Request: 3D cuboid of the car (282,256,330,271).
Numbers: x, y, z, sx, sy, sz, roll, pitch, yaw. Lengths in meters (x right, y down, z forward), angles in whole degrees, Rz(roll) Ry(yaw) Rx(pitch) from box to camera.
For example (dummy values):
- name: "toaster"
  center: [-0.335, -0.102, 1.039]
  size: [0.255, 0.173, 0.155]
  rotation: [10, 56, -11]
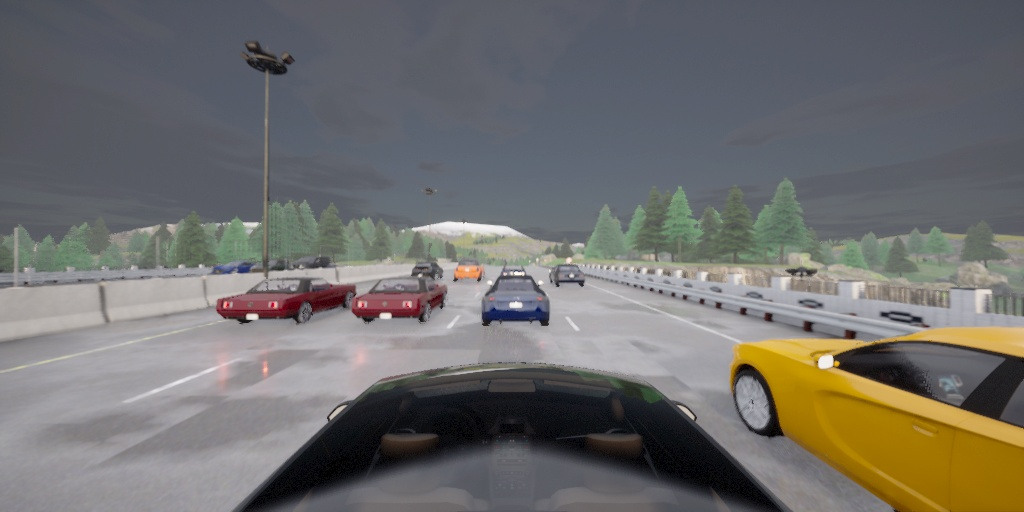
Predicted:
- name: "car"
  center: [-21.071, 1.015, 37.685]
  size: [2.150, 2.045, 5.566]
  rotation: [0, -1, 0]

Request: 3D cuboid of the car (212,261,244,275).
- name: "car"
  center: [-28.070, 1.261, 36.718]
  size: [1.882, 1.535, 5.008]
  rotation: [0, 0, 0]

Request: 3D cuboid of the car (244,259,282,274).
- name: "car"
  center: [-24.571, 1.137, 36.854]
  size: [2.097, 1.767, 4.553]
  rotation: [0, -1, 0]

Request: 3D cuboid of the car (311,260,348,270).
- name: "car"
  center: [-17.577, 1.376, 35.833]
  size: [1.895, 1.301, 4.718]
  rotation: [0, 0, 0]

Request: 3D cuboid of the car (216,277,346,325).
- name: "car"
  center: [-6.894, 1.325, 11.749]
  size: [1.895, 1.301, 4.718]
  rotation: [0, 0, 0]

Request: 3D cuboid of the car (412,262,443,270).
- name: "car"
  center: [-6.887, 1.235, 29.579]
  size: [1.837, 1.490, 4.892]
  rotation: [0, 0, 0]

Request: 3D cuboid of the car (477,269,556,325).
- name: "car"
  center: [0.106, 1.288, 11.658]
  size: [1.994, 1.385, 4.181]
  rotation: [0, 0, 0]

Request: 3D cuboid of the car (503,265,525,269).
- name: "car"
  center: [0.113, 1.323, 27.795]
  size: [1.895, 1.301, 4.718]
  rotation: [0, 0, 0]

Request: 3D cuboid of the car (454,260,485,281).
- name: "car"
  center: [-3.387, 1.081, 29.267]
  size: [2.097, 1.767, 4.553]
  rotation: [0, 0, 0]

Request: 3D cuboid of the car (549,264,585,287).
- name: "car"
  center: [3.611, 1.258, 24.152]
  size: [2.033, 1.411, 5.357]
  rotation: [0, 0, 0]

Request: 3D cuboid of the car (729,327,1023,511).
- name: "car"
  center: [3.599, 1.226, 2.398]
  size: [1.882, 1.535, 5.008]
  rotation: [0, 0, 0]

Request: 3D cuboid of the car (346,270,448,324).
- name: "car"
  center: [-3.394, 1.325, 11.876]
  size: [1.895, 1.301, 4.718]
  rotation: [0, 0, 0]
